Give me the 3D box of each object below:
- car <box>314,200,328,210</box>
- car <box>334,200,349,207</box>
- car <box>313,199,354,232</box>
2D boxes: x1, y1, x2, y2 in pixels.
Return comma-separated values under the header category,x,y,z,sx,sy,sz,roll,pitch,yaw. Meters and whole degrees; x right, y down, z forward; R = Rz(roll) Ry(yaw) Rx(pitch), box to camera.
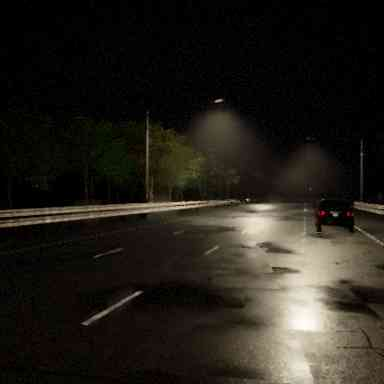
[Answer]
category,x,y,z,sx,sy,sz,roll,pitch,yaw
car,21.337,2.134,54.905,1.837,1.490,4.892,0,-1,25
car,32.933,2.408,73.306,1.812,1.442,4.674,0,-1,40
car,9.453,1.485,22.373,2.150,2.045,5.566,0,0,19
